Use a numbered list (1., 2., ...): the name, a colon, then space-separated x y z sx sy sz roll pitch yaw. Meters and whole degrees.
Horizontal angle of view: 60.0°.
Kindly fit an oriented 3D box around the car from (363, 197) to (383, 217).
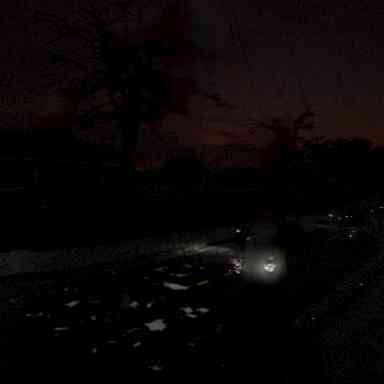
1. car: 19.752 1.559 35.415 2.150 2.045 5.566 0 -1 39

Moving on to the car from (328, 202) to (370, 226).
1. car: 12.098 1.725 25.825 1.837 1.490 4.892 0 -1 38

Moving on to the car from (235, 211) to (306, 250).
1. car: 3.765 1.640 15.328 1.812 1.442 4.674 0 0 38
